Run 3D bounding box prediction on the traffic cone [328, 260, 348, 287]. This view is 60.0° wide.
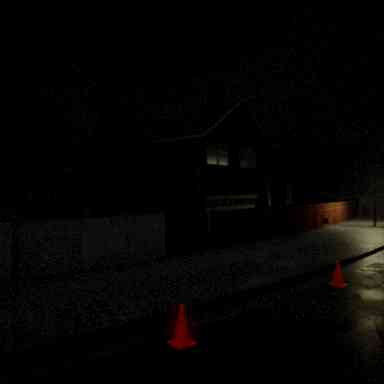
[{"bbox_3d":[3.558,1.954,8.097,0.340,0.580,0.340,0,0,-42],"label":"traffic cone"}]

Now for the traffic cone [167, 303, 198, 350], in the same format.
[{"bbox_3d":[-0.147,1.964,4.973,0.340,0.580,0.340,0,0,-38],"label":"traffic cone"}]
